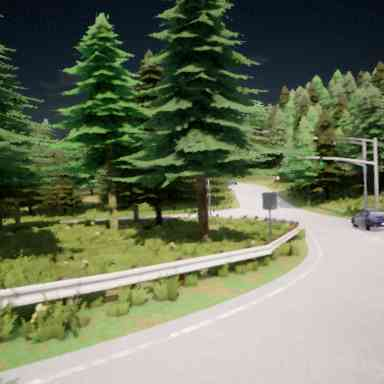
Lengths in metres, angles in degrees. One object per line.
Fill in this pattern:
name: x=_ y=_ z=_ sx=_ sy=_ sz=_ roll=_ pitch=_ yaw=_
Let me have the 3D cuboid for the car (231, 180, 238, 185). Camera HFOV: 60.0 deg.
car: x=9.582 y=-2.317 z=81.346 sx=1.994 sy=1.385 sz=4.181 roll=-4 pitch=7 yaw=-17

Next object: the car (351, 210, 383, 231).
car: x=13.564 y=2.063 z=25.072 sx=1.812 sy=1.442 sz=4.674 roll=-2 pitch=-2 yaw=10
